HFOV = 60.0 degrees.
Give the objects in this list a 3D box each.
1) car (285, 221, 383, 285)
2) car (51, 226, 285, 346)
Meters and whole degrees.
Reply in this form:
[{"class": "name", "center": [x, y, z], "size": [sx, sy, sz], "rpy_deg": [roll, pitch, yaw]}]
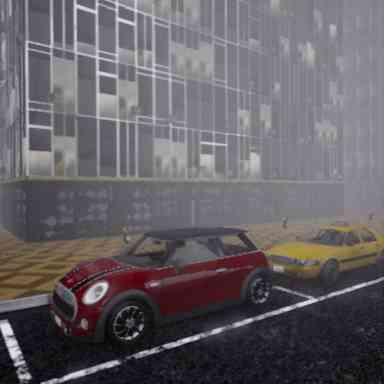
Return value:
[{"class": "car", "center": [4.067, 1.534, 9.464], "size": [4.829, 1.417, 1.752], "rpy_deg": [0, -1, -35]}, {"class": "car", "center": [-0.424, 1.443, 6.265], "size": [4.097, 1.590, 1.967], "rpy_deg": [0, -1, -35]}]
